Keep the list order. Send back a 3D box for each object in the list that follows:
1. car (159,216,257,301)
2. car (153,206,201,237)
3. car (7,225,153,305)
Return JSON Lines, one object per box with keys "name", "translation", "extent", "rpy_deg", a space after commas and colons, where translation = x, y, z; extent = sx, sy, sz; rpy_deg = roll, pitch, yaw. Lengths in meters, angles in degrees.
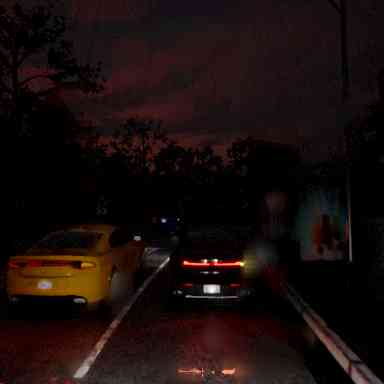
{"name": "car", "translation": [0.496, 1.574, 8.476], "extent": [1.837, 1.490, 4.892], "rpy_deg": [0, -1, 3]}
{"name": "car", "translation": [-0.756, 2.082, 23.355], "extent": [2.150, 2.045, 5.566], "rpy_deg": [-2, -5, 21]}
{"name": "car", "translation": [-2.438, 1.552, 8.302], "extent": [1.882, 1.535, 5.008], "rpy_deg": [0, -2, 3]}
